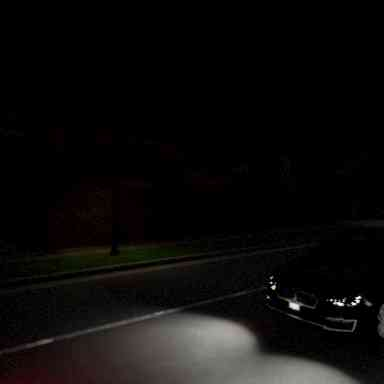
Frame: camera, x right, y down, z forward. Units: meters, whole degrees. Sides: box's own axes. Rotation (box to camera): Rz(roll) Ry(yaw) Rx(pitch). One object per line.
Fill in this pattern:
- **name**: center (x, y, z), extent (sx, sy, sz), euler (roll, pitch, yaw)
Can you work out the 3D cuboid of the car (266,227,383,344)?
- **car**: center (3.556, 1.507, 6.520), extent (4.892, 1.490, 1.837), euler (0, 0, -35)
